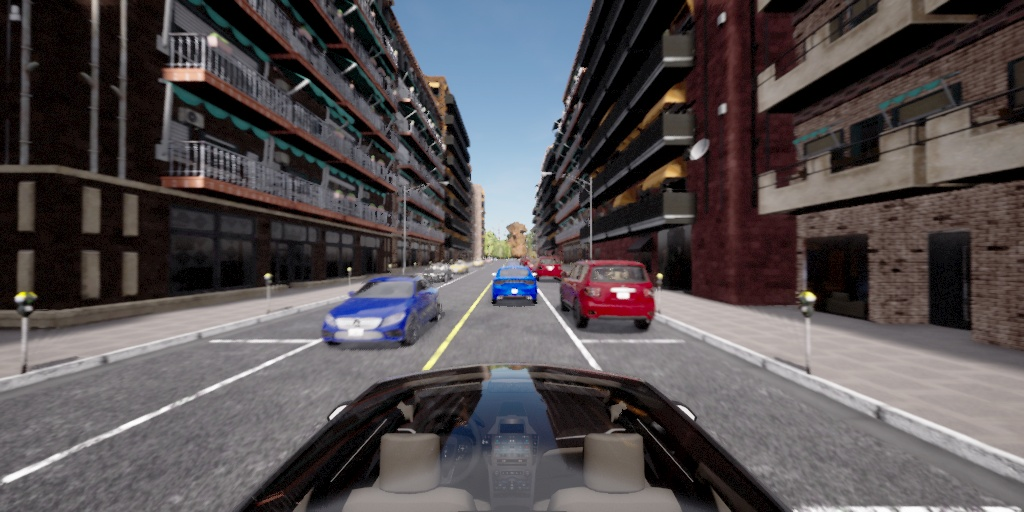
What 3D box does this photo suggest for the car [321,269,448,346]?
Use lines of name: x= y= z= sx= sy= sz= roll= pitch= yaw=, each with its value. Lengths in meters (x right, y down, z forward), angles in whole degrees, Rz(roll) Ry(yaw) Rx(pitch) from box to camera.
car: x=-3.099 y=1.254 z=9.454 sx=1.812 sy=1.442 sz=4.674 roll=0 pitch=0 yaw=0

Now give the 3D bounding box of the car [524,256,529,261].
car: x=2.693 y=1.088 z=38.960 sx=1.967 sy=1.591 sz=4.097 roll=0 pitch=0 yaw=0

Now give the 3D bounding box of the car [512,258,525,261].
car: x=0.103 y=1.194 z=39.370 sx=2.033 sy=1.411 sz=5.357 roll=0 pitch=0 yaw=0

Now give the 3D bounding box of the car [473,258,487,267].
car: x=-5.686 y=1.116 z=61.094 sx=1.751 sy=1.417 sz=4.829 roll=0 pitch=0 yaw=0

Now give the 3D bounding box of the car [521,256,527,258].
car: x=2.695 y=0.920 z=55.664 sx=2.192 sy=1.841 sz=5.009 roll=0 pitch=0 yaw=0

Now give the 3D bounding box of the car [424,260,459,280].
car: x=-5.688 y=1.228 z=27.857 sx=2.007 sy=1.370 sz=4.403 roll=0 pitch=0 yaw=0

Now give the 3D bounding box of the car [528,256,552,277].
car: x=2.693 y=0.992 z=27.823 sx=2.192 sy=1.841 sz=5.009 roll=0 pitch=0 yaw=0

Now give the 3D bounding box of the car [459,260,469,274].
car: x=-5.687 y=1.173 z=38.824 sx=1.751 sy=1.417 sz=4.829 roll=0 pitch=0 yaw=0

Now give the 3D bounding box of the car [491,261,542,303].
car: x=0.101 y=1.186 z=16.314 sx=1.882 sy=1.535 sz=5.008 roll=0 pitch=0 yaw=0

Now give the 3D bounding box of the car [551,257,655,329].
car: x=2.692 y=1.038 z=11.120 sx=2.192 sy=1.841 sz=5.009 roll=0 pitch=0 yaw=0
